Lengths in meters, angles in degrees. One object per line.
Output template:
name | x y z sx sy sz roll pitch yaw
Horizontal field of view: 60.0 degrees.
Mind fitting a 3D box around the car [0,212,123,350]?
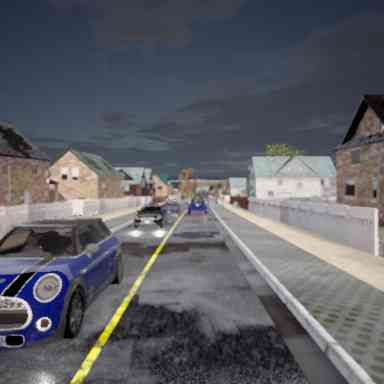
car | -2.806 1.349 6.571 2.097 1.767 4.553 0 0 0

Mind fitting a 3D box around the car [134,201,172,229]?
car | -2.629 1.542 22.188 1.812 1.442 4.674 0 0 1

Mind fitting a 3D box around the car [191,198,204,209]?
car | 0.849 1.642 47.355 1.812 1.442 4.674 0 0 2

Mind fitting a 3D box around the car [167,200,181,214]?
car | -2.260 1.614 36.831 2.033 1.411 5.357 0 0 2

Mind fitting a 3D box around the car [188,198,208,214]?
car | 0.631 1.423 36.565 2.097 1.767 4.553 0 0 2
